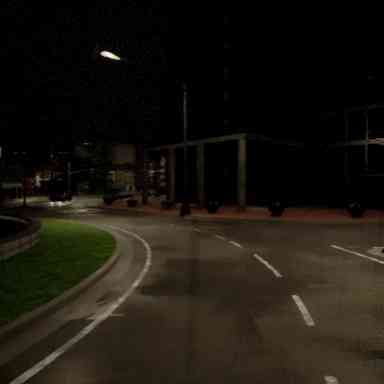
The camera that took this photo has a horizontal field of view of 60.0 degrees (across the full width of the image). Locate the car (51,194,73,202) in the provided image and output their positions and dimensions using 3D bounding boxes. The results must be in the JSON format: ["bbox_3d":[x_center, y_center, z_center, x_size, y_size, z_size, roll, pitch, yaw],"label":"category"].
[{"bbox_3d":[-21.445,0.956,55.149,2.033,1.411,5.357,0,1,-1],"label":"car"}]
